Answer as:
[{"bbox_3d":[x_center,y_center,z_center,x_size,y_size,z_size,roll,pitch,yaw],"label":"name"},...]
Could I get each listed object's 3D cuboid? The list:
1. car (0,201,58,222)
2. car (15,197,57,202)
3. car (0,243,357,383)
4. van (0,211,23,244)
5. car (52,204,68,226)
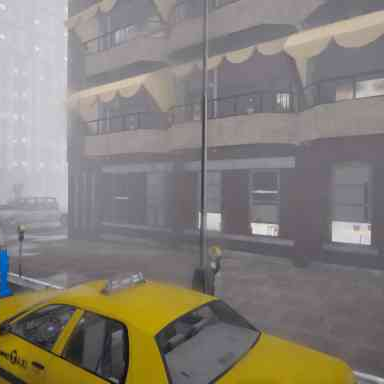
[{"bbox_3d":[-12.528,1.653,25.370,1.895,1.301,4.718,1,0,36],"label":"car"},{"bbox_3d":[-13.735,1.339,28.124,2.192,1.841,5.009,1,0,36],"label":"car"},{"bbox_3d":[-0.897,1.525,3.506,4.829,1.417,1.752,0,1,36],"label":"car"},{"bbox_3d":[-5.317,1.339,6.663,3.998,1.788,1.690,0,1,36],"label":"van"},{"bbox_3d":[-6.951,1.686,23.209,1.887,1.381,4.507,1,0,36],"label":"car"}]
